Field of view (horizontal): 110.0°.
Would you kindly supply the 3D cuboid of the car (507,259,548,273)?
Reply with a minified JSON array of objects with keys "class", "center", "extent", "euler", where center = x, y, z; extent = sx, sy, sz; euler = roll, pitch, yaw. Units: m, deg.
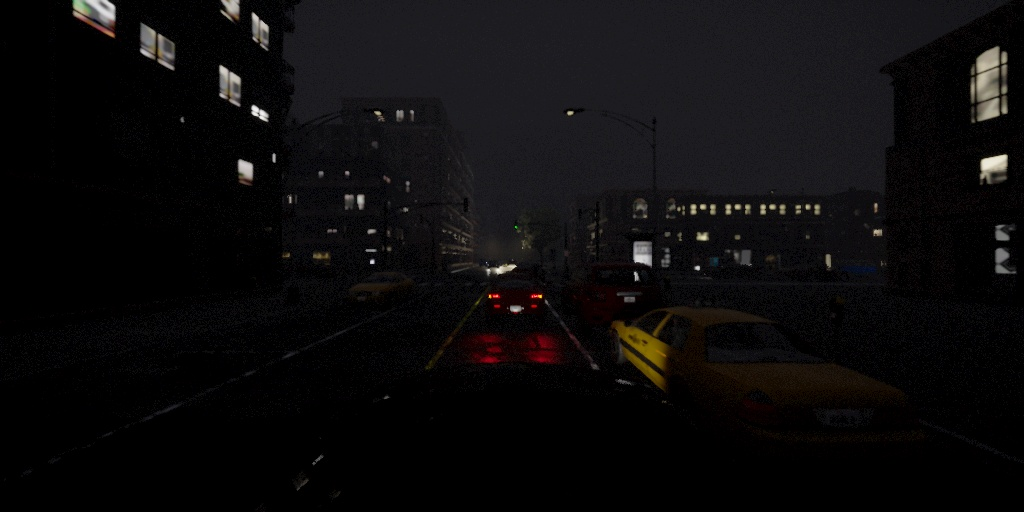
[{"class":"car","center":[1.471,1.278,28.136],"extent":[1.882,1.535,5.008],"euler":[-1,0,19]}]

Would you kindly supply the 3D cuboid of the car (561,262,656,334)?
[{"class":"car","center":[2.691,1.081,10.588],"extent":[2.192,1.841,5.009],"euler":[0,0,0]}]

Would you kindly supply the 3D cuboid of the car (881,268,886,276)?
[{"class":"car","center":[42.665,1.576,39.160],"extent":[4.403,1.370,2.007],"euler":[0,0,0]}]

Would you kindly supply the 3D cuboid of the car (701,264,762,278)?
[{"class":"car","center":[22.235,1.469,36.428],"extent":[5.357,1.411,2.033],"euler":[0,0,0]}]

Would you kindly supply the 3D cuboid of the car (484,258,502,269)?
[{"class":"car","center":[-3.052,1.401,59.239],"extent":[1.837,1.490,4.892],"euler":[0,0,0]}]

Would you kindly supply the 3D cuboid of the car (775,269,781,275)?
[{"class":"car","center":[31.444,1.495,39.082],"extent":[4.829,1.417,1.751],"euler":[0,0,0]}]

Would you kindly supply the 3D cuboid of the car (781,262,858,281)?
[{"class":"car","center":[26.150,1.474,30.612],"extent":[4.507,1.381,1.888],"euler":[0,0,0]}]

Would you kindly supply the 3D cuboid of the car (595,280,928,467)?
[{"class":"car","center":[2.690,1.282,5.218],"extent":[1.751,1.417,4.829],"euler":[0,0,0]}]

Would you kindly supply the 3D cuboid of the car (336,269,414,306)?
[{"class":"car","center":[-5.690,1.302,15.959],"extent":[1.751,1.417,4.829],"euler":[0,0,0]}]

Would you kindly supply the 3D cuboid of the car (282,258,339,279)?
[{"class":"car","center":[-17.274,1.067,30.360],"extent":[5.009,1.841,2.192],"euler":[0,0,0]}]

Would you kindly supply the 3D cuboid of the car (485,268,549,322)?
[{"class":"car","center":[0.098,1.295,12.209],"extent":[1.812,1.442,4.674],"euler":[0,0,0]}]

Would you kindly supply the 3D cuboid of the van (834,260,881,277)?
[{"class":"van","center":[37.139,1.338,39.122],"extent":[3.998,1.789,1.690],"euler":[0,0,0]}]
